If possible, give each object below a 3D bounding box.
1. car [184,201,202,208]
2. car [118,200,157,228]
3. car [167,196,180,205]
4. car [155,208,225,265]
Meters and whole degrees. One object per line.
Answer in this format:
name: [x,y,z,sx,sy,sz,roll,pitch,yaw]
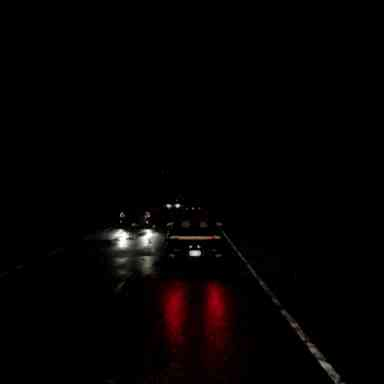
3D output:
car: [0.108,1.665,35.003,2.033,1.411,5.357,0,0,0]
car: [-3.593,1.435,22.750,2.097,1.767,4.553,0,0,0]
car: [-3.514,1.537,63.825,2.097,1.767,4.553,0,0,1]
car: [0.095,1.539,11.901,2.128,1.511,4.902,0,0,0]
